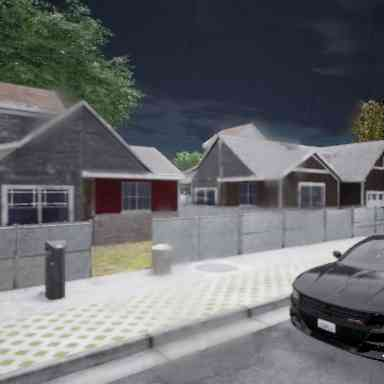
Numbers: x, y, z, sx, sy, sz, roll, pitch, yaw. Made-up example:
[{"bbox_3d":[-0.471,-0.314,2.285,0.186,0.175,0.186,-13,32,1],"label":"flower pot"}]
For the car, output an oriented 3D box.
[{"bbox_3d":[3.795,1.483,5.821,5.008,1.535,1.882,0,0,-36],"label":"car"}]
